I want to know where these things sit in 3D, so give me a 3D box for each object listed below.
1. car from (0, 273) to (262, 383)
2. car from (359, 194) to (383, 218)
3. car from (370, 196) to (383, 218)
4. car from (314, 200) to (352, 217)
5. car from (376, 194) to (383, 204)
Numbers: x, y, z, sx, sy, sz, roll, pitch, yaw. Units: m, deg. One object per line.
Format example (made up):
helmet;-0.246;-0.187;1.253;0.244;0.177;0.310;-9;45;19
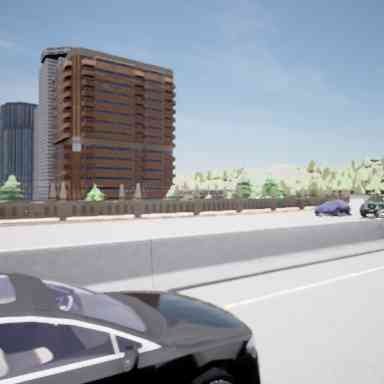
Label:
car;-1.550;1.470;2.667;4.902;1.511;2.128;0;0;-35
car;16.887;1.221;29.449;5.566;2.045;2.150;0;0;-43
car;14.539;1.359;22.933;4.553;1.767;2.097;0;0;-39
car;13.176;1.498;30.851;4.674;1.442;1.812;0;0;-42
car;36.874;1.347;63.859;2.097;1.767;4.553;0;0;22
